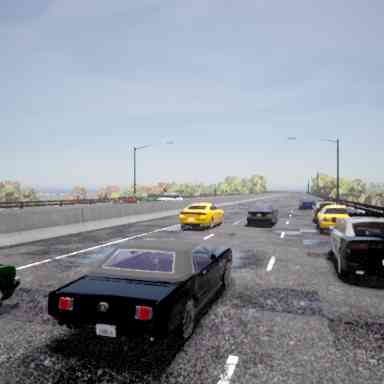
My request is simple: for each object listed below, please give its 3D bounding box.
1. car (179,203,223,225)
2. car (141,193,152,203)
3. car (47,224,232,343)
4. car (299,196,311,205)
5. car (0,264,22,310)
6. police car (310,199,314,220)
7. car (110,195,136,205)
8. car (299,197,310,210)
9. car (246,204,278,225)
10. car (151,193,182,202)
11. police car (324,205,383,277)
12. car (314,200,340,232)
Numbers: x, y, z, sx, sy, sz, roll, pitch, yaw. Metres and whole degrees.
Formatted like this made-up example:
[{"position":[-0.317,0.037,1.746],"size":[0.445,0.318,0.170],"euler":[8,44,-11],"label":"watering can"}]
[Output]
[{"position":[0.734,1.476,21.738],"size":[1.882,1.535,5.008],"euler":[0,0,18],"label":"car"},{"position":[-5.456,1.218,48.664],"size":[2.150,2.045,5.566],"euler":[0,0,18],"label":"car"},{"position":[-0.482,1.601,6.641],"size":[1.895,1.301,4.718],"euler":[0,0,18],"label":"car"},{"position":[20.498,1.536,60.317],"size":[2.033,1.411,5.357],"euler":[0,0,18],"label":"car"},{"position":[-4.832,1.601,4.571],"size":[1.895,1.301,4.718],"euler":[0,0,18],"label":"car"},{"position":[10.255,1.422,25.322],"size":[1.930,1.638,5.238],"euler":[0,0,18],"label":"police car"},{"position":[-9.676,1.349,46.999],"size":[2.097,1.767,4.553],"euler":[0,0,18],"label":"car"},{"position":[14.870,1.558,42.927],"size":[1.994,1.385,4.181],"euler":[0,0,18],"label":"car"},{"position":[5.118,1.545,23.908],"size":[2.033,1.411,5.357],"euler":[0,0,18],"label":"car"},{"position":[-3.028,1.218,44.814],"size":[2.150,2.045,5.566],"euler":[0,0,18],"label":"car"},{"position":[5.319,1.424,10.103],"size":[1.930,1.638,5.238],"euler":[0,0,18],"label":"police car"},{"position":[8.428,1.453,19.691],"size":[1.801,1.575,5.366],"euler":[0,0,18],"label":"car"}]
